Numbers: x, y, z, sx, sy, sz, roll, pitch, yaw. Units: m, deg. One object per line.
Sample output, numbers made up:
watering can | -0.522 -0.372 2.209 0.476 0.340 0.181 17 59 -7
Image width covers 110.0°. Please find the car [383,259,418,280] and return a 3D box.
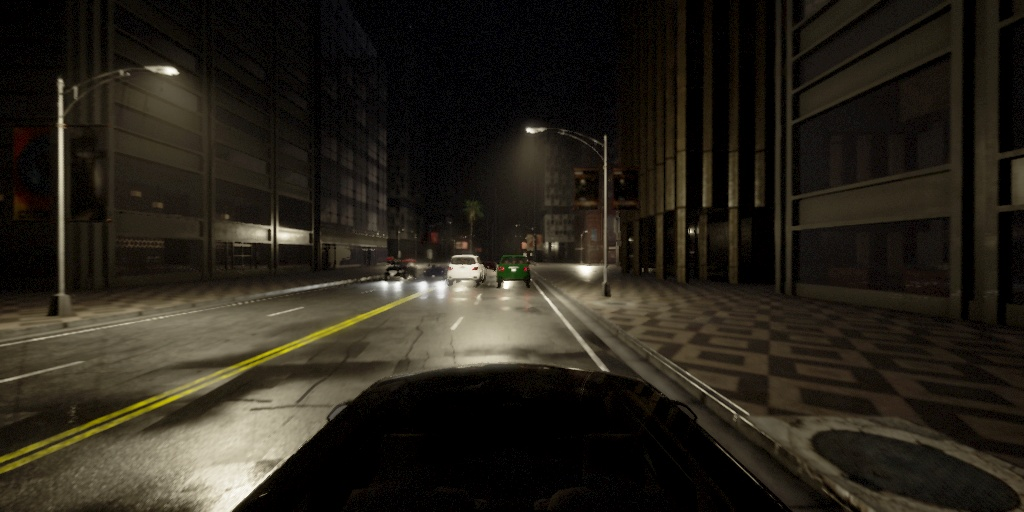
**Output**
car | -9.739 1.246 31.699 2.128 1.511 4.902 0 0 0

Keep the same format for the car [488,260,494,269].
car | -3.132 1.278 50.090 1.812 1.442 4.674 0 0 0

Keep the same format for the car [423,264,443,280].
car | -6.488 1.357 31.783 1.895 1.301 4.718 0 0 0

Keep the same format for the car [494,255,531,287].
car | 0.109 0.969 24.709 2.150 2.045 5.566 0 0 0

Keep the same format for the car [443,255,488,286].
car | -3.141 0.972 25.476 2.150 2.045 5.566 0 0 0
